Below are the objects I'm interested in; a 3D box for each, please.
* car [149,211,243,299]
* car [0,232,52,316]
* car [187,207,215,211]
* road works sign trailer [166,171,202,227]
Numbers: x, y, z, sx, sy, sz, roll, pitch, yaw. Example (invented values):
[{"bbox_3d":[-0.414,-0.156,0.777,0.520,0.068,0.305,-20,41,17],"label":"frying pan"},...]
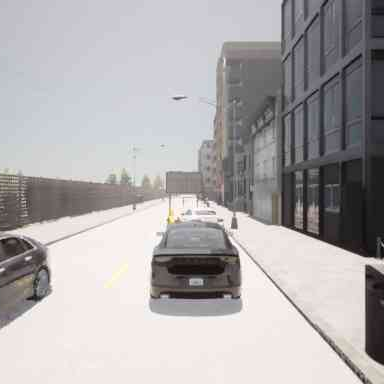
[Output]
[{"bbox_3d":[0.073,1.478,8.500,1.882,1.535,5.008,0,0,0],"label":"car"},{"bbox_3d":[-4.016,1.505,5.519,1.837,1.490,4.892,0,0,0],"label":"car"},{"bbox_3d":[0.444,1.540,17.850,1.812,1.442,4.674,0,-1,-10],"label":"car"},{"bbox_3d":[-0.559,0.466,21.330,2.380,3.560,2.880,0,0,-17],"label":"road works sign trailer"}]
